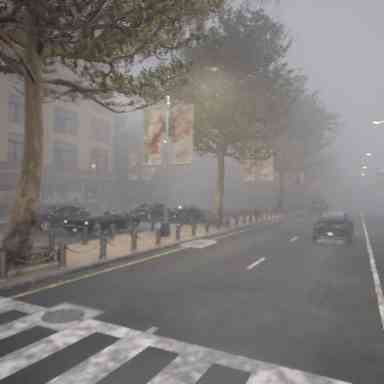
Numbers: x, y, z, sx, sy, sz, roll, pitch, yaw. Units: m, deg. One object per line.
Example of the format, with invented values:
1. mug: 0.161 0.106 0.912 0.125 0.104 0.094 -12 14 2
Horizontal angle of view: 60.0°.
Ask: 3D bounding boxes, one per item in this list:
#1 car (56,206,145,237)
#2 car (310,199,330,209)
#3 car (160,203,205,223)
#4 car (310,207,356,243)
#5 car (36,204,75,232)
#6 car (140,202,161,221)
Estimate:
1. car: -4.978 1.656 18.872 1.895 1.301 4.718 1 -1 27
2. car: 17.901 1.936 46.391 2.150 2.045 5.566 1 0 27
3. car: -0.473 1.777 27.844 1.994 1.385 4.181 1 -1 26
4. car: 7.750 1.799 18.192 1.837 1.490 4.892 1 -1 27
5. car: -8.234 1.508 20.161 1.837 1.490 4.892 1 -1 27
6. car: -3.647 1.669 29.314 1.837 1.490 4.892 1 -1 27
